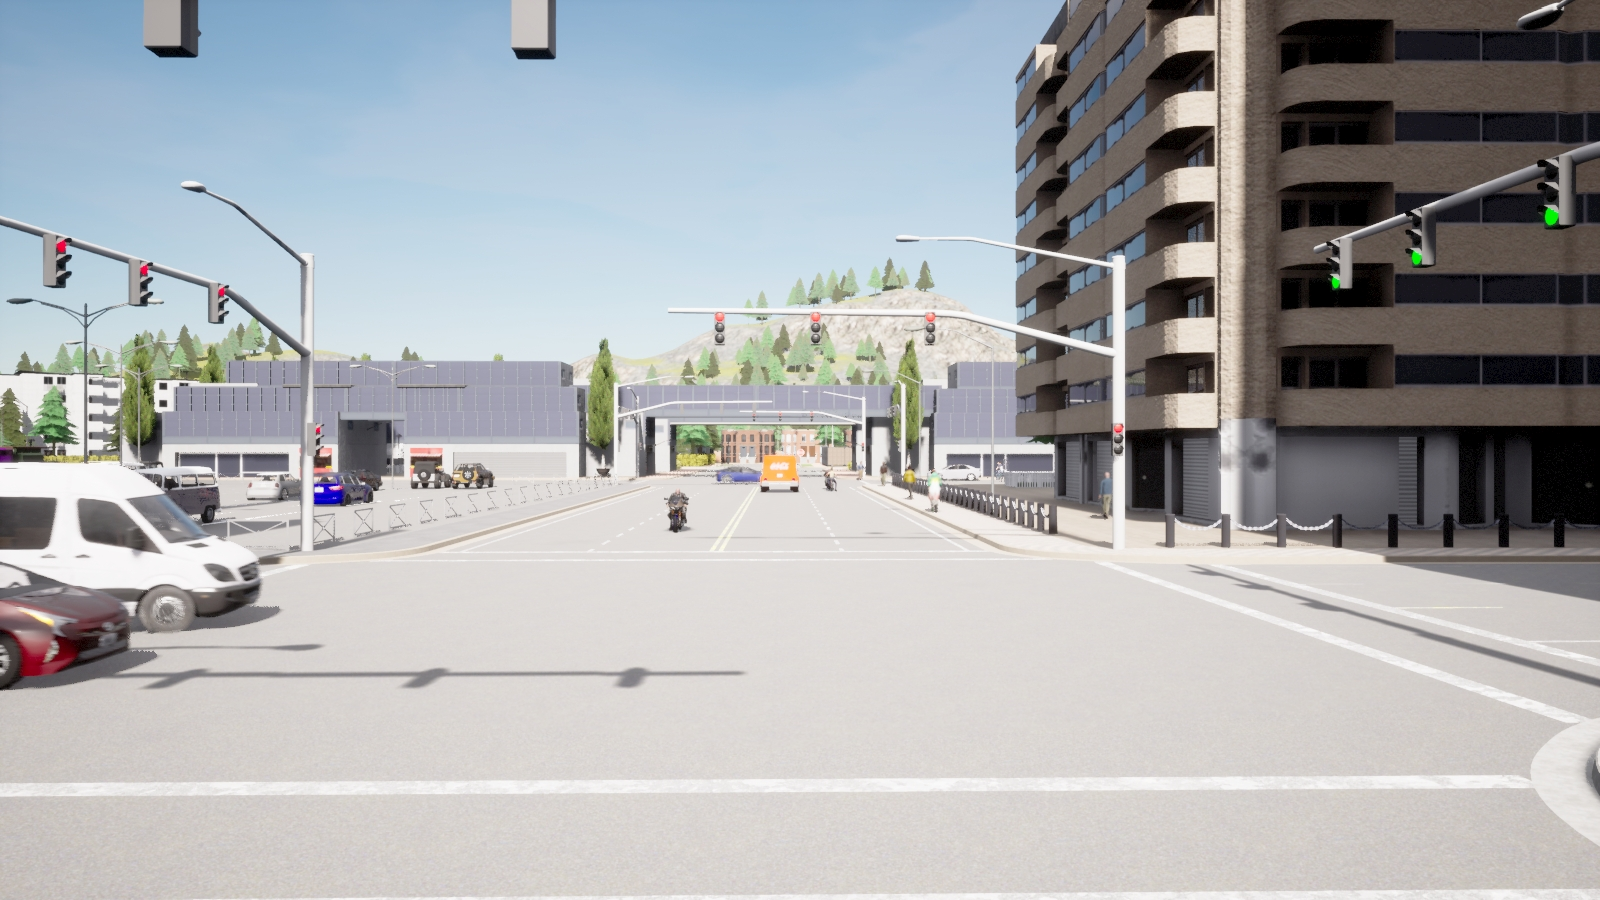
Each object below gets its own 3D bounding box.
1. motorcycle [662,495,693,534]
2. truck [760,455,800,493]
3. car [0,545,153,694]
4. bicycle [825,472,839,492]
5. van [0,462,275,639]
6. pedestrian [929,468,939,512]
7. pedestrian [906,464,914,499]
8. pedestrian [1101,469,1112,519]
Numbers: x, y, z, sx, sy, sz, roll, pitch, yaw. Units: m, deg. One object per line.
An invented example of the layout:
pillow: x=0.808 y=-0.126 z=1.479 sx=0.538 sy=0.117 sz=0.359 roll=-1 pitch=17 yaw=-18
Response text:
motorcycle: x=-4.213 y=2.205 z=39.441 sx=0.867 sy=1.251 sz=2.209 roll=0 pitch=0 yaw=-1
truck: x=-1.366 y=1.564 z=77.071 sx=2.627 sy=2.467 sz=5.204 roll=0 pitch=0 yaw=-1
car: x=-10.721 y=1.999 z=13.933 sx=4.514 sy=1.525 sz=2.007 roll=0 pitch=0 yaw=-2
bicycle: x=2.134 y=2.158 z=77.288 sx=0.859 sy=1.276 sz=1.487 roll=0 pitch=0 yaw=-1
van: x=-11.639 y=1.494 z=17.835 sx=5.915 sy=2.561 sz=1.988 roll=1 pitch=1 yaw=-10
pedestrian: x=5.711 y=1.695 z=48.650 sx=0.375 sy=1.860 sz=0.375 roll=0 pitch=0 yaw=-4
pedestrian: x=5.865 y=1.695 z=60.822 sx=0.375 sy=1.860 sz=0.375 roll=0 pitch=0 yaw=-2
pedestrian: x=11.572 y=1.653 z=43.185 sx=0.375 sy=1.860 sz=0.375 roll=0 pitch=0 yaw=13
